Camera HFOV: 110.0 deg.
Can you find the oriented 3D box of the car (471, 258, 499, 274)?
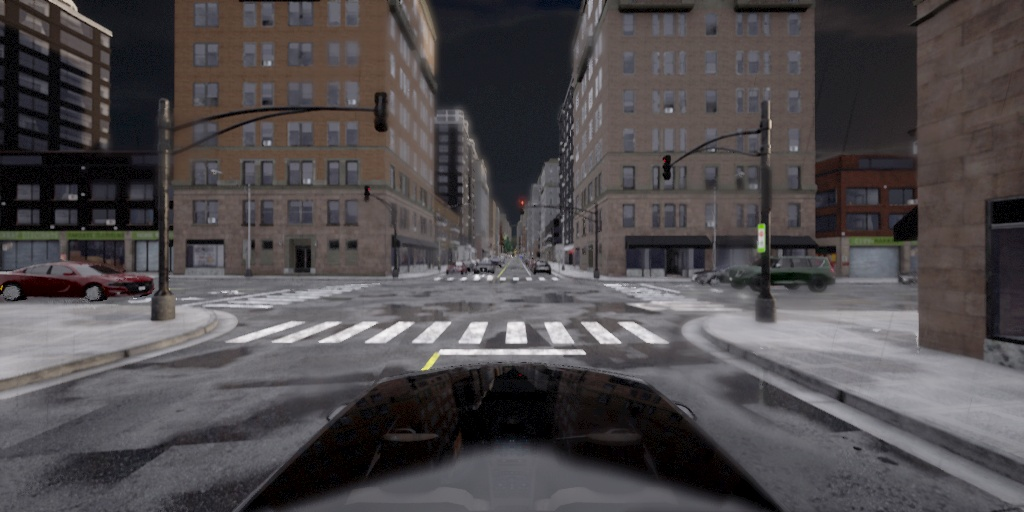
[{"bbox_3d":[-2.779,1.162,37.357,1.994,1.385,4.181,0,0,1],"label":"car"}]

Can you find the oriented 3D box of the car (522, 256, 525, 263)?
[{"bbox_3d":[3.306,1.044,63.919,1.948,1.339,4.313,0,0,1],"label":"car"}]

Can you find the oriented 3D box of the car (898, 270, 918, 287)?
[{"bbox_3d":[29.095,1.396,24.203,4.902,1.511,2.128,0,0,0],"label":"car"}]

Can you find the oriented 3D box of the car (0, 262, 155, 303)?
[{"bbox_3d":[-17.538,1.005,14.552,5.008,1.535,1.882,1,0,-1],"label":"car"}]

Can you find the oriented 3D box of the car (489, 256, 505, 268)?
[{"bbox_3d":[-2.530,1.069,54.610,2.033,1.411,5.357,0,0,1],"label":"car"}]

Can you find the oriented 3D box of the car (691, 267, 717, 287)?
[{"bbox_3d":[14.825,1.303,24.291,4.902,1.511,2.128,0,0,2],"label":"car"}]

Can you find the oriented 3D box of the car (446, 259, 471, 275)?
[{"bbox_3d":[-5.559,1.184,36.368,1.802,1.307,4.207,0,0,1],"label":"car"}]

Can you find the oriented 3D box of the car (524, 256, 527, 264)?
[{"bbox_3d":[3.170,1.073,52.858,1.888,1.381,4.507,0,0,1],"label":"car"}]

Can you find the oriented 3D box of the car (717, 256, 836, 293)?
[{"bbox_3d":[15.615,1.021,21.043,5.566,2.045,2.150,0,0,0],"label":"car"}]

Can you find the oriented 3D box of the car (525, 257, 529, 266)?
[{"bbox_3d":[3.102,1.103,47.328,2.007,1.370,4.403,0,0,1],"label":"car"}]

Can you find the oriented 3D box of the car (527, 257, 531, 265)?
[{"bbox_3d":[3.035,1.122,41.798,1.888,1.381,4.507,0,0,1],"label":"car"}]

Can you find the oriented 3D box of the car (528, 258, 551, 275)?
[{"bbox_3d":[2.967,1.168,36.268,1.948,1.339,4.313,0,0,1],"label":"car"}]
